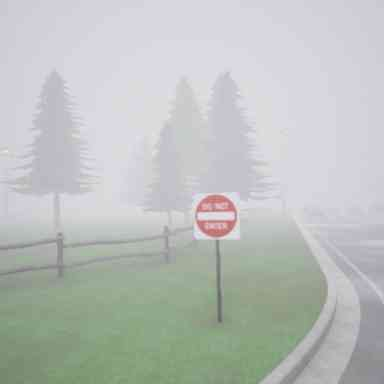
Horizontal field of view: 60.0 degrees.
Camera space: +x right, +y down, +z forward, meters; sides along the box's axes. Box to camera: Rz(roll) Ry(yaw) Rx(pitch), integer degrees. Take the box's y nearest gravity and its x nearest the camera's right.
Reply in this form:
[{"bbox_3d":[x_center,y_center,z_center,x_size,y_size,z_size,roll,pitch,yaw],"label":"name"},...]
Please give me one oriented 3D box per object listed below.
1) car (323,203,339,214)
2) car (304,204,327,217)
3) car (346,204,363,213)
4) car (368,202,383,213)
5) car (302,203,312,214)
[{"bbox_3d":[23.194,2.914,55.546,1.895,1.301,4.718,-2,-2,15],"label":"car"},{"bbox_3d":[16.878,2.699,45.544,1.994,1.385,4.181,-2,-2,16],"label":"car"},{"bbox_3d":[26.497,2.734,54.378,2.033,1.411,5.357,-2,-2,15],"label":"car"},{"bbox_3d":[29.898,2.422,53.577,2.097,1.767,4.553,-2,-2,15],"label":"car"},{"bbox_3d":[19.760,2.780,56.280,2.097,1.767,4.553,-2,-2,15],"label":"car"}]
